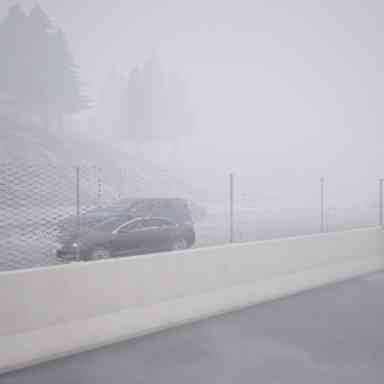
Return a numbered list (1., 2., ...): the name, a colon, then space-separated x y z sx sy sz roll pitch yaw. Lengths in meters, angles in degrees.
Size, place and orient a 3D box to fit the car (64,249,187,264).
1. car: -2.090 1.516 11.292 4.902 1.511 2.128 0 0 -38
